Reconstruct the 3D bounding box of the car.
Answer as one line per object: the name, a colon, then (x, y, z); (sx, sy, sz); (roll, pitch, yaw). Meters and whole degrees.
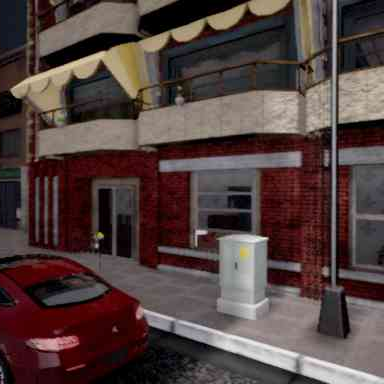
car: (-2.472, 1.555, 4.702); (4.206, 1.307, 1.802); (0, 0, 36)
